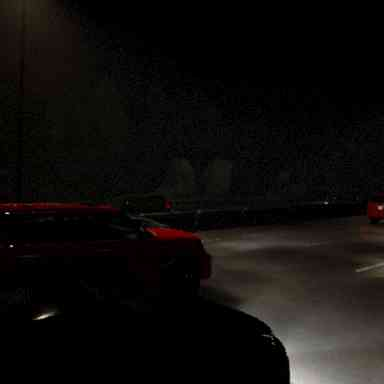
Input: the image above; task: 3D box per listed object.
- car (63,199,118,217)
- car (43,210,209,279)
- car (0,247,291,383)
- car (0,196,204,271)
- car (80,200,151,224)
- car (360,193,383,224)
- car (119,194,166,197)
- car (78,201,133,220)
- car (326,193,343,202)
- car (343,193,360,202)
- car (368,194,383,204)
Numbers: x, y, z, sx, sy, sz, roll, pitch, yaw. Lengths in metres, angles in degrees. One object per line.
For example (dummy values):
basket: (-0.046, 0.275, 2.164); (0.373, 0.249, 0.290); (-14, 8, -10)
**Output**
car: (-9.563, 1.482, 31.563); (4.674, 1.442, 1.812); (0, 0, -35)
car: (-2.021, 1.477, 10.902); (4.902, 1.511, 2.128); (0, 0, -36)
car: (-1.033, 1.562, 3.009); (4.181, 1.385, 1.994); (0, 0, -35)
car: (-2.231, 1.217, 6.466); (5.566, 2.045, 2.150); (0, 0, -36)
car: (-5.821, 1.437, 25.634); (5.008, 1.535, 1.882); (0, 0, -35)
car: (13.941, 1.062, 22.274); (5.566, 2.045, 2.150); (-1, 0, -35)
car: (-4.124, 1.183, 22.546); (5.566, 2.045, 2.150); (0, 0, -35)
car: (-7.427, 1.519, 28.786); (4.181, 1.385, 1.994); (0, 0, -35)
car: (24.586, 0.887, 55.850); (4.892, 1.490, 1.837); (-2, 1, -35)
car: (26.810, 0.882, 53.145); (4.892, 1.490, 1.837); (-2, 1, -35)
car: (28.734, 0.982, 50.226); (4.718, 1.301, 1.895); (-1, 1, -35)
